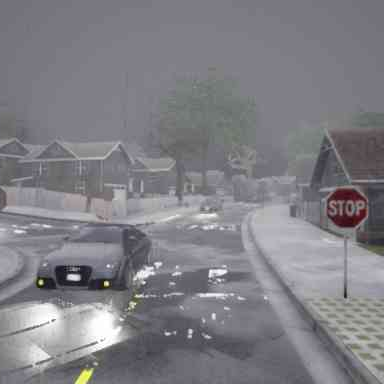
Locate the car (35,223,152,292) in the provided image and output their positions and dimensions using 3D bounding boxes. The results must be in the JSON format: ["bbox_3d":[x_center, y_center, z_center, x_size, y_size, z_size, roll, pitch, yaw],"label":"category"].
[{"bbox_3d":[-2.354,1.551,8.930,1.994,1.385,4.181,0,1,4],"label":"car"}]

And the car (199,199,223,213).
[{"bbox_3d":[2.113,1.483,35.793,2.128,1.511,4.902,0,1,14],"label":"car"}]

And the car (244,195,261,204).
[{"bbox_3d":[11.055,1.290,60.609,2.097,1.767,4.553,0,-1,27],"label":"car"}]
